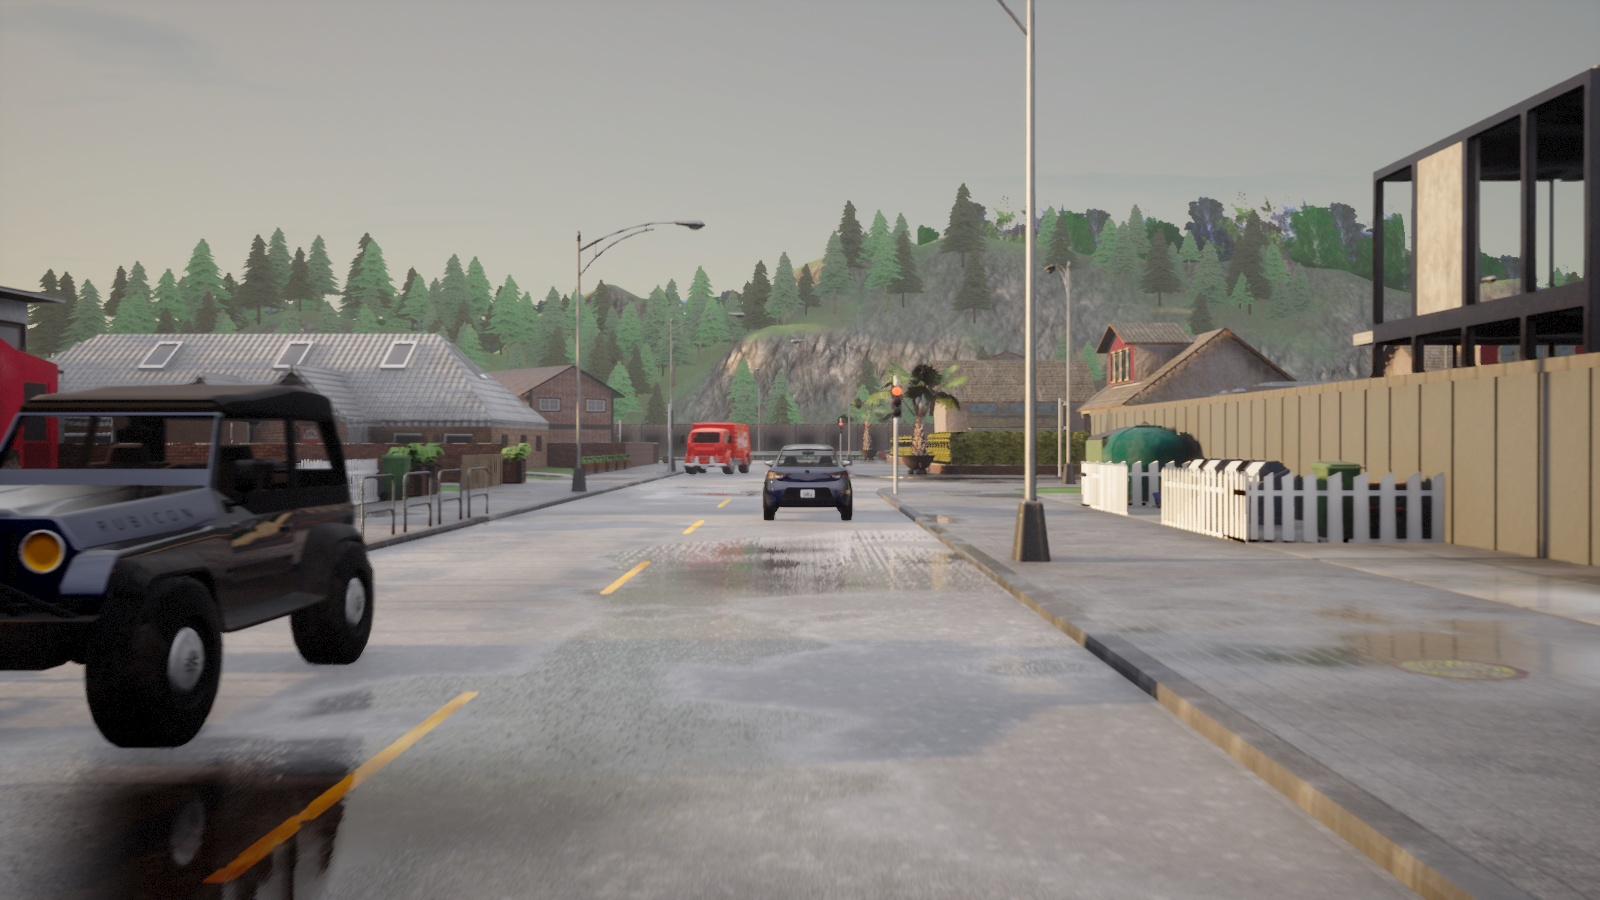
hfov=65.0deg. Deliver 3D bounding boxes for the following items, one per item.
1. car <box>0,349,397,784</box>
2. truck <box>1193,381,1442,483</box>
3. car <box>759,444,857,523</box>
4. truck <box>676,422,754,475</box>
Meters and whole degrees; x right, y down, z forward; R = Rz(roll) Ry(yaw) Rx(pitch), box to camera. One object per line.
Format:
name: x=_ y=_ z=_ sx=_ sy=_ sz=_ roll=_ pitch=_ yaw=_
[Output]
car: x=-3.944 y=0.499 z=7.360 sx=1.905 sy=1.878 sz=3.866 roll=0 pitch=0 yaw=0
truck: x=19.985 y=-0.677 z=48.814 sx=8.468 sy=3.827 sz=2.891 roll=0 pitch=0 yaw=0
car: x=0.158 y=0.616 z=25.571 sx=1.816 sy=1.474 sz=4.193 roll=0 pitch=0 yaw=0
truck: x=-4.028 y=-0.087 z=60.624 sx=2.627 sy=2.467 sz=5.204 roll=0 pitch=0 yaw=10
